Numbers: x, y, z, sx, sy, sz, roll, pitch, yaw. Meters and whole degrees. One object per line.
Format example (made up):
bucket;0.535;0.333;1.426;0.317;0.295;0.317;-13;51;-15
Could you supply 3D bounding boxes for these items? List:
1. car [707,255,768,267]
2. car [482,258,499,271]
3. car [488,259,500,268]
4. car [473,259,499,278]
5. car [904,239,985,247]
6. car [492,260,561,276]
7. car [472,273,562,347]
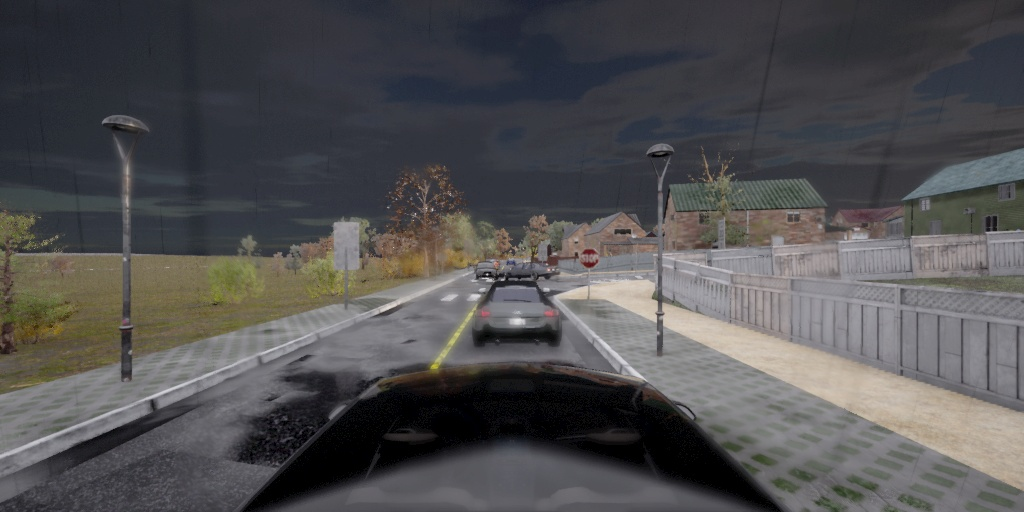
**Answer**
car;14.329;0.413;22.753;4.181;1.385;1.994;-3;0;16
car;-2.984;1.121;51.057;2.097;1.767;4.553;0;0;0
car;-2.996;1.256;61.094;1.882;1.535;5.008;0;0;0
car;-2.332;1.258;31.241;1.837;1.490;4.892;0;0;-8
car;23.837;-0.208;20.357;4.902;1.511;2.128;-3;0;14
car;1.263;1.198;28.340;5.357;1.411;2.033;-4;-3;43
car;0.081;1.313;9.322;1.994;1.385;4.181;0;0;-1
